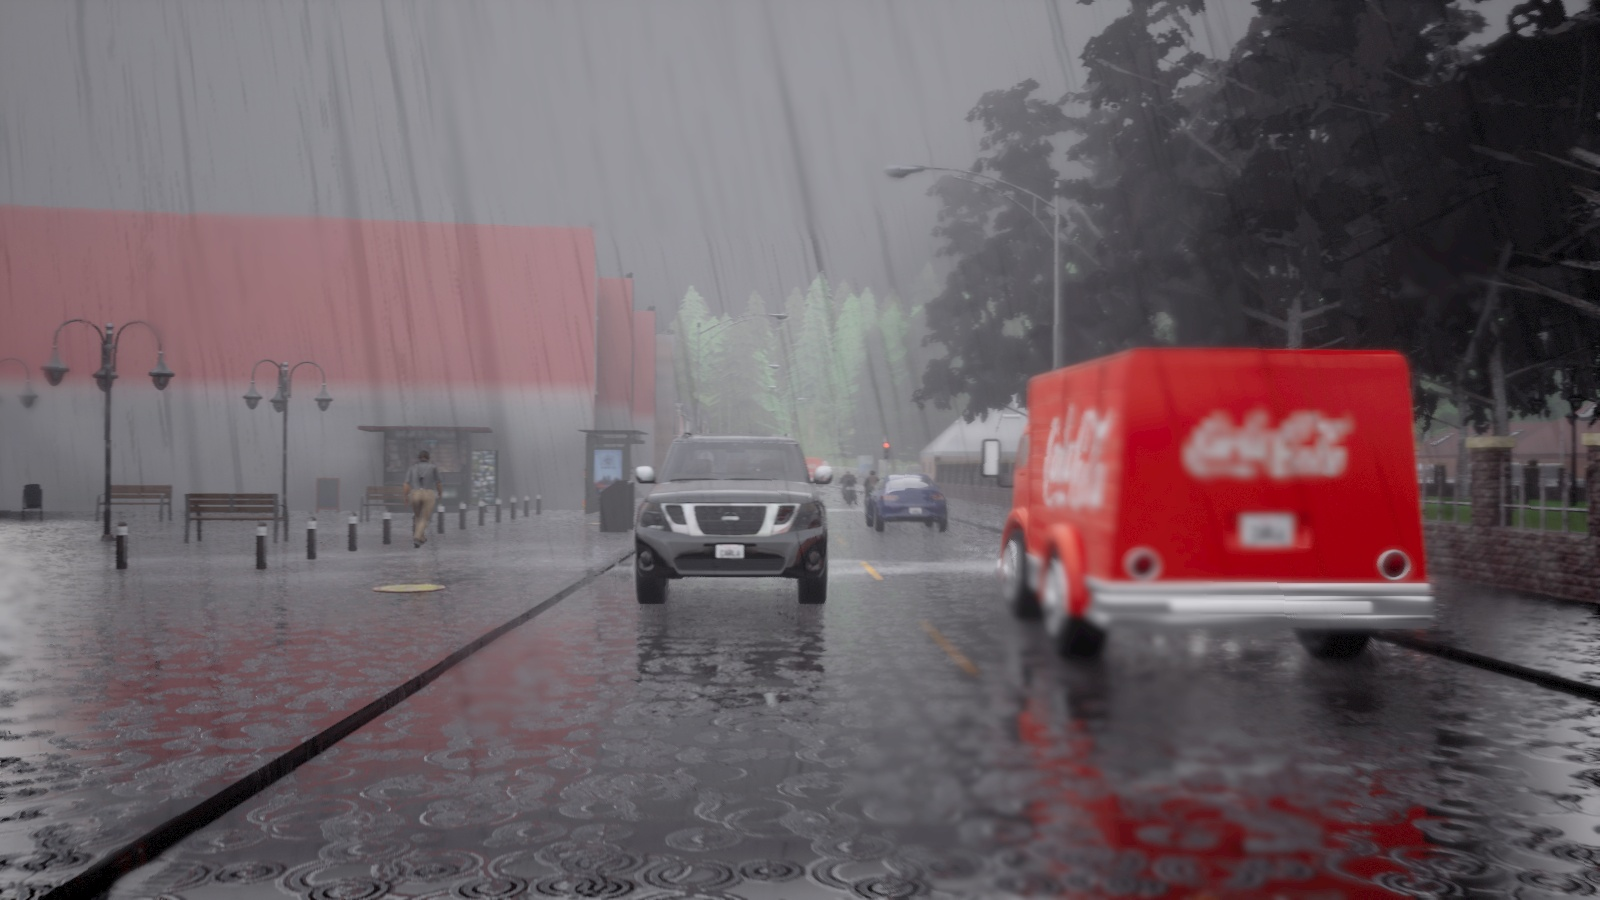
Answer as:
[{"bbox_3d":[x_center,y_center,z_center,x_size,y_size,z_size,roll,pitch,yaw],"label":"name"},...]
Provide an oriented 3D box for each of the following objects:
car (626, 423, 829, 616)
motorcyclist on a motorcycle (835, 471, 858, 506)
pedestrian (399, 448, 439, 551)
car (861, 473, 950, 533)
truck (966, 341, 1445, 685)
[{"bbox_3d":[-0.848,0.780,16.175,2.150,2.045,5.566,0,-1,-2],"label":"car"},{"bbox_3d":[2.064,1.682,55.721,0.866,1.530,2.191,0,-1,-1],"label":"motorcyclist on a motorcycle"},{"bbox_3d":[-6.946,0.899,22.930,0.540,1.848,0.694,0,-1,-1],"label":"pedestrian"},{"bbox_3d":[2.691,1.326,32.999,1.812,1.442,4.674,0,-1,-2],"label":"car"},{"bbox_3d":[3.281,0.488,11.684,2.627,2.467,5.204,0,-1,-2],"label":"truck"}]
